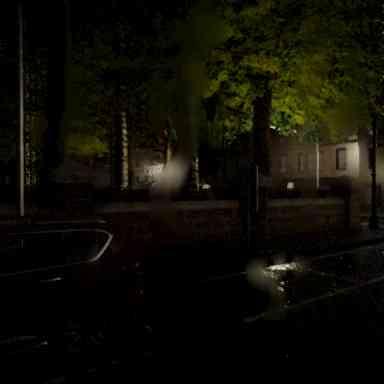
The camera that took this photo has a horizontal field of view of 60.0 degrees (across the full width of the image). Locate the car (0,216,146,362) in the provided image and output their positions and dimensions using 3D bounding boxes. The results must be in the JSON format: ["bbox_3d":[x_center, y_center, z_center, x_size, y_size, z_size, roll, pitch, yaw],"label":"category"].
[{"bbox_3d":[-3.032,1.315,4.371,5.009,1.841,2.192,0,0,-36],"label":"car"}]
